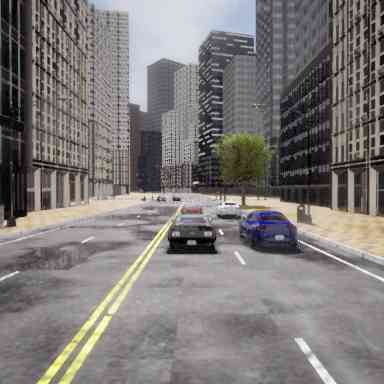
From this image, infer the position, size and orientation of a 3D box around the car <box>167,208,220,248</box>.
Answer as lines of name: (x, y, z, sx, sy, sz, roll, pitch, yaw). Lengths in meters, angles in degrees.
car: (0.000, 1.607, 14.681, 1.895, 1.301, 4.718, 0, 0, 0)

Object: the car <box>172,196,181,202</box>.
car: (-3.250, 1.468, 70.876, 1.895, 1.301, 4.718, 0, 0, 0)

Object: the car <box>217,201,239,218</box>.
car: (3.250, 1.511, 29.652, 1.812, 1.442, 4.674, 0, 0, 0)

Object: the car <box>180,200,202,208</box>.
car: (0.000, 1.594, 29.682, 1.895, 1.301, 4.718, 0, 0, 0)

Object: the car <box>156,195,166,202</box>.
car: (-6.500, 1.398, 70.907, 2.128, 1.511, 4.902, 0, 0, 0)

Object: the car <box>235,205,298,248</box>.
car: (3.250, 1.524, 14.652, 1.812, 1.442, 4.674, 0, 0, 0)
